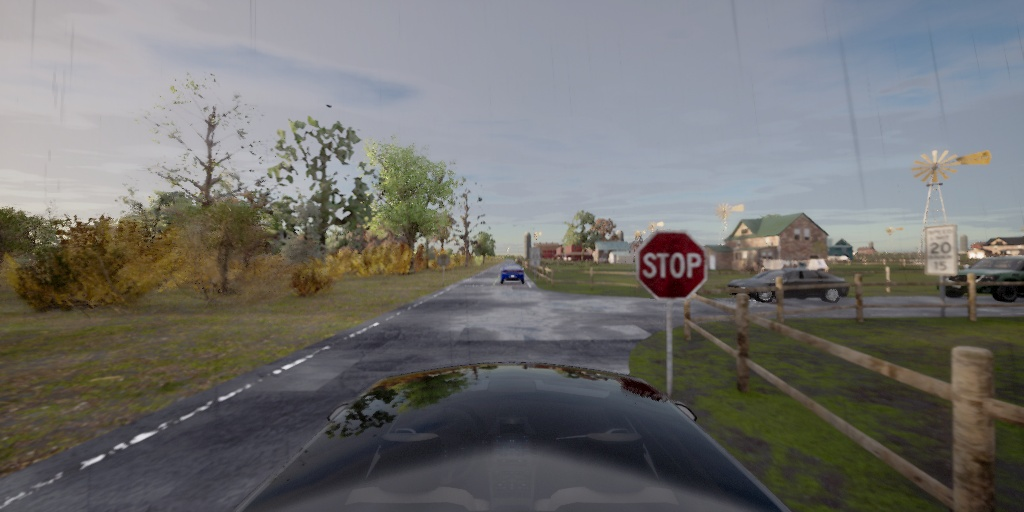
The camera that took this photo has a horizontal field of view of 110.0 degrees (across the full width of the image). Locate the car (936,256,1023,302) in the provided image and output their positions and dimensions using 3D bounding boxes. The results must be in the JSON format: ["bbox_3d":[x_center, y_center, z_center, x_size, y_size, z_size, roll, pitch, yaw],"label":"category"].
[{"bbox_3d":[23.350,1.016,16.677,5.566,2.045,2.150,0,-1,-1],"label":"car"}]

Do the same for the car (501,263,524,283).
[{"bbox_3d":[0.043,1.493,31.247,1.882,1.535,5.008,0,0,0],"label":"car"}]

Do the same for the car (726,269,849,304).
[{"bbox_3d":[12.550,1.346,16.530,4.892,1.490,1.837,0,-1,1],"label":"car"}]
